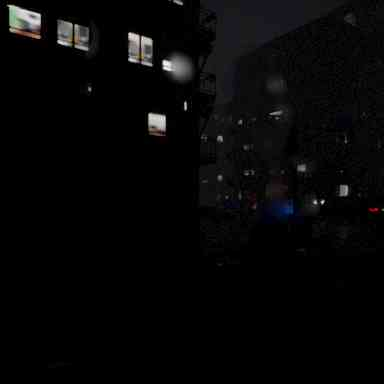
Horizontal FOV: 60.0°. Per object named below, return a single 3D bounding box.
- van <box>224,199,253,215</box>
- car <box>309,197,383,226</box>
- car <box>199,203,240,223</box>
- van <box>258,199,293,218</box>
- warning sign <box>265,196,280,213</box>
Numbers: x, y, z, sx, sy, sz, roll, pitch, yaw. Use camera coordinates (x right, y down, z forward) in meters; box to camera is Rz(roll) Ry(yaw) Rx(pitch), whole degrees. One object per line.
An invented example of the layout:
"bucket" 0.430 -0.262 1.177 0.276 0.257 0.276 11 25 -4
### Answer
"van" 5.158 1.670 38.126 1.690 1.788 3.998 -1 0 -36
"car" 11.648 1.372 25.136 2.150 2.045 5.566 0 -1 -34
"car" 1.757 1.870 28.685 1.802 1.307 4.206 -1 0 -36
"van" 8.484 1.596 33.618 1.690 1.788 3.998 -1 0 -36
"warning sign" 8.967 1.393 37.009 1.300 1.860 1.060 1 0 -36
